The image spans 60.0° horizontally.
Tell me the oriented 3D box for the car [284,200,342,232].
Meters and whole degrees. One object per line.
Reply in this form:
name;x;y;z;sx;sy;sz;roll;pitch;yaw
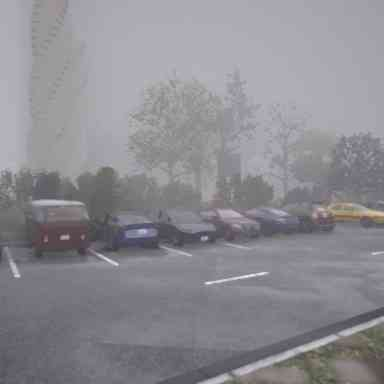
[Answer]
car;6.306;1.376;20.343;2.185;1.767;4.553;0;0;-32

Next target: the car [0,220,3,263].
car;-7.853;1.403;11.558;2.185;1.767;4.553;0;0;-32

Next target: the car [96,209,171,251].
car;-3.094;1.561;14.582;2.163;1.488;4.792;0;0;-32

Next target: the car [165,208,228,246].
car;-0.724;1.560;15.982;2.163;1.488;4.792;0;0;-32

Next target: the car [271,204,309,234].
car;3.946;1.552;18.911;2.002;1.452;4.674;0;0;-32

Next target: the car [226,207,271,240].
car;1.603;1.563;17.464;2.002;1.452;4.674;0;0;-32

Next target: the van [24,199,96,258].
van;-5.479;1.307;13.205;1.878;1.987;4.442;0;0;-32

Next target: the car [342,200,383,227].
car;11.065;1.458;23.113;1.946;1.575;5.366;0;0;-32
